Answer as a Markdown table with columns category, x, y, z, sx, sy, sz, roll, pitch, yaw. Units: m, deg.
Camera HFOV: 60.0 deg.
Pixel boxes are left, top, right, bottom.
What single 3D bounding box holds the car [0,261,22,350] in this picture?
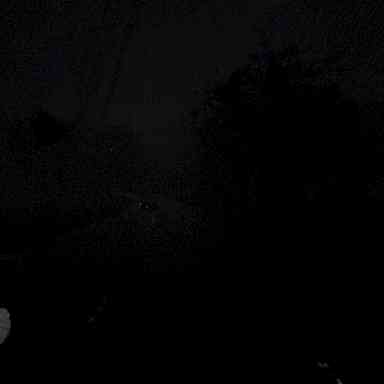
| category | x | y | z | sx | sy | sz | roll | pitch | yaw |
| --- | --- | --- | --- | --- | --- | --- | --- | --- | --- |
| car | -3.651 | 1.502 | 3.299 | 1.882 | 1.535 | 5.008 | 0 | 0 | -1 |

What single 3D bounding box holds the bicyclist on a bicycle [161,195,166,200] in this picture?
| category | x | y | z | sx | sy | sz | roll | pitch | yaw |
| --- | --- | --- | --- | --- | --- | --- | --- | --- | --- |
| bicyclist on a bicycle | -6.973 | 1.454 | 86.208 | 0.866 | 1.612 | 1.509 | 0 | 0 | -10 |

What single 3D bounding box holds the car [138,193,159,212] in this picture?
| category | x | y | z | sx | sy | sz | roll | pitch | yaw |
| --- | --- | --- | --- | --- | --- | --- | --- | --- | --- |
| car | -5.583 | 1.381 | 42.308 | 2.150 | 2.045 | 5.566 | 0 | 0 | -5 |

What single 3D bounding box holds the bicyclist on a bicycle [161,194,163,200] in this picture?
| category | x | y | z | sx | sy | sz | roll | pitch | yaw |
| --- | --- | --- | --- | --- | --- | --- | --- | --- | --- |
| bicyclist on a bicycle | -8.446 | 1.422 | 94.035 | 0.582 | 1.620 | 1.656 | 0 | 0 | -11 |
